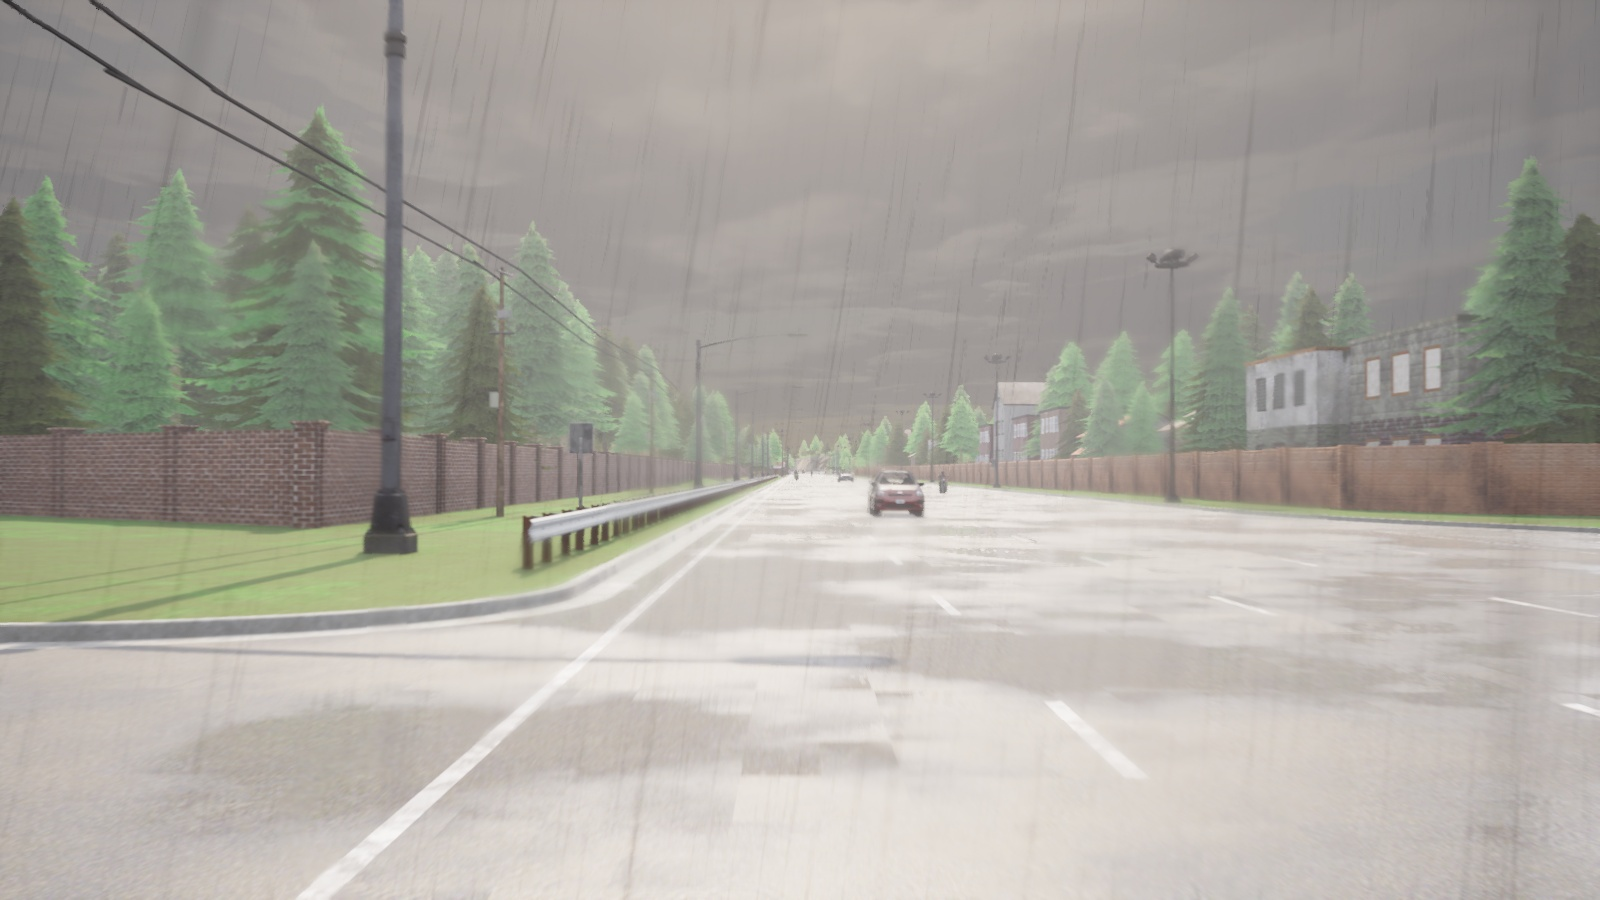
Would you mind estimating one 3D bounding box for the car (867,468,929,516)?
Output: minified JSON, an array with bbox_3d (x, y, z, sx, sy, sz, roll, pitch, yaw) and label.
[{"bbox_3d":[3.392,1.439,44.255,1.851,1.617,3.988,0,-1,0],"label":"car"}]
